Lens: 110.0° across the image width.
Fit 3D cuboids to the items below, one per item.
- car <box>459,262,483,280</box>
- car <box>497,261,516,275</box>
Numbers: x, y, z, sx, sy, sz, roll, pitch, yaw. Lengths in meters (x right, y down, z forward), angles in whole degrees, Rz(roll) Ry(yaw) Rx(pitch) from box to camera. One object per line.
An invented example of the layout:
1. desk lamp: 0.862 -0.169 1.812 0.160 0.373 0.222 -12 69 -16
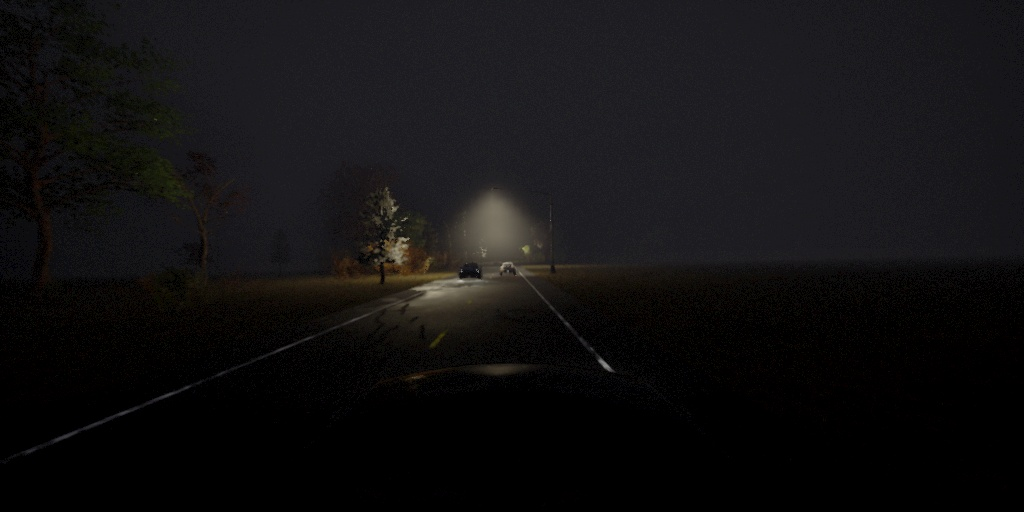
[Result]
1. car: -4.081 1.405 36.006 2.097 1.767 4.553 -1 0 -1
2. car: -0.516 1.549 44.272 1.812 1.442 4.674 -1 0 -1
